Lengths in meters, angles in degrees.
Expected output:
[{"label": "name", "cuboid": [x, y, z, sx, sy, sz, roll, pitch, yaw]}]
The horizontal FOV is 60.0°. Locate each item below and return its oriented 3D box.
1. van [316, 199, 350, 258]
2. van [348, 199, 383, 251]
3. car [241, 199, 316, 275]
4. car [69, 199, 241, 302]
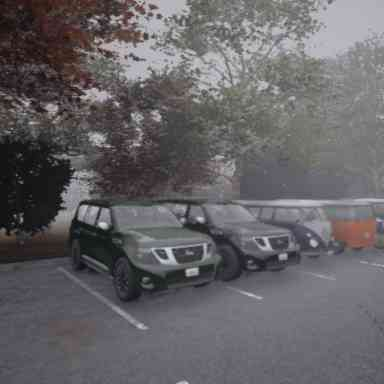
[{"label": "van", "cuboid": [2.969, 1.298, 12.031, 1.878, 1.987, 4.442, 0, 0, -35]}, {"label": "van", "cuboid": [5.089, 1.311, 13.829, 1.878, 1.987, 4.442, 0, 0, -35]}, {"label": "car", "cuboid": [0.662, 1.259, 10.496, 2.435, 2.045, 5.566, 0, 0, -35]}, {"label": "car", "cuboid": [-1.594, 1.246, 8.888, 2.435, 2.045, 5.566, 0, 0, -35]}]
